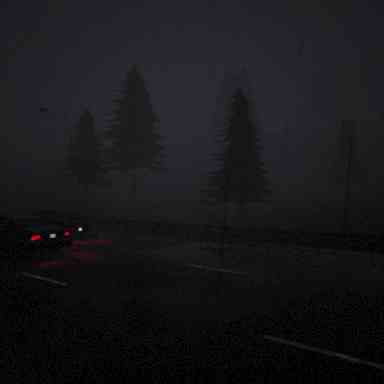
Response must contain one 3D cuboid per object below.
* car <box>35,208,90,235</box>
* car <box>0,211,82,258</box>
[{"bbox_3d":[-7.579,1.613,17.698,4.892,1.490,1.837,-1,-1,32],"label":"car"},{"bbox_3d":[-7.049,1.636,13.249,5.357,1.411,2.033,0,0,34],"label":"car"}]
